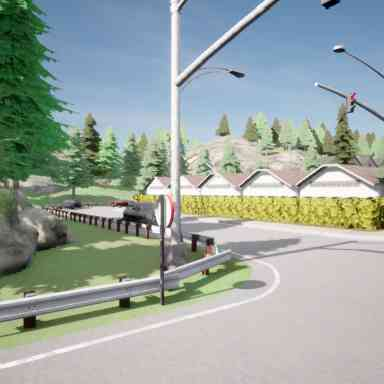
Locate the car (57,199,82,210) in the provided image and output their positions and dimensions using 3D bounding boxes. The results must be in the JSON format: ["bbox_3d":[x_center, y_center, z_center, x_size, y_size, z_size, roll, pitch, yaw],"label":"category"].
[{"bbox_3d":[-16.754,1.728,45.843,2.033,1.411,5.357,0,0,-1],"label":"car"}]

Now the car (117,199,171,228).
[{"bbox_3d":[-3.154,1.544,23.127,2.097,1.767,4.553,0,0,-35],"label":"car"}]

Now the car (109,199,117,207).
[{"bbox_3d":[-11.010,1.777,53.305,1.895,1.301,4.718,0,0,33],"label":"car"}]
